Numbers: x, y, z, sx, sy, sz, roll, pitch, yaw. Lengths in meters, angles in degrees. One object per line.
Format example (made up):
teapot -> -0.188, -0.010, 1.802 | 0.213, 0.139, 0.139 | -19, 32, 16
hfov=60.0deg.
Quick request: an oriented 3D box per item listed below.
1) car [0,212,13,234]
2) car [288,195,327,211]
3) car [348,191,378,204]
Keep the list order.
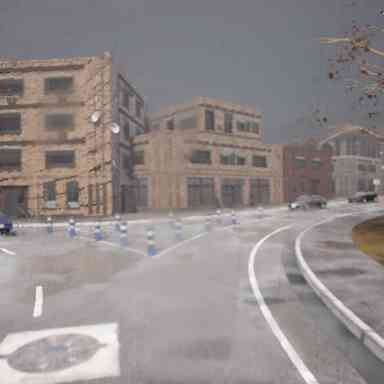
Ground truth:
car -> -12.032, 1.664, 18.645 | 4.674, 1.442, 1.812 | -1, 0, 29
car -> 11.375, 1.032, 32.651 | 4.902, 1.511, 2.128 | -2, 1, -40
car -> 20.871, 0.609, 40.597 | 5.008, 1.535, 1.882 | -3, 2, -40
